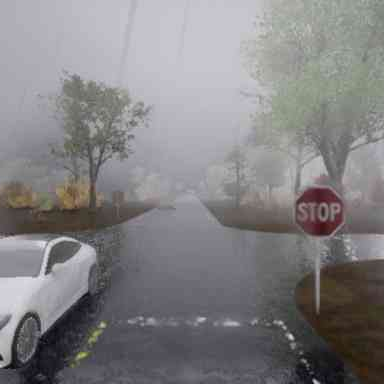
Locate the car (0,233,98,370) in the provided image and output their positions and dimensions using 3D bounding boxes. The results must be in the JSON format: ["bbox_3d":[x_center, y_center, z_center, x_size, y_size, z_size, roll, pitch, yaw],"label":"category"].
[{"bbox_3d":[-3.000,1.529,5.829,1.812,1.442,4.674,0,0,0],"label":"car"}]

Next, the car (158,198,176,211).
[{"bbox_3d":[-2.999,1.508,40.349,1.837,1.490,4.892,0,0,0],"label":"car"}]
